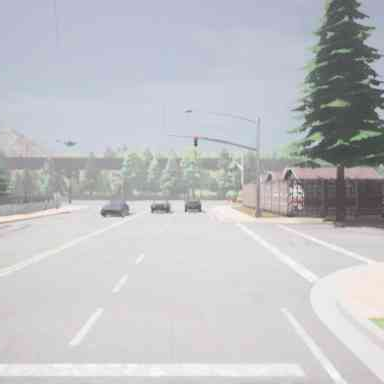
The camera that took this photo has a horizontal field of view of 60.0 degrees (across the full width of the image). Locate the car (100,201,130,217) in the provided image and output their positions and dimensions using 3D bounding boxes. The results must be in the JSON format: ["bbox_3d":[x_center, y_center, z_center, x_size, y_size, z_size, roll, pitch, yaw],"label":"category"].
[{"bbox_3d":[-7.067,1.522,31.187,2.033,1.411,5.357,0,0,0],"label":"car"}]

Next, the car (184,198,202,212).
[{"bbox_3d":[0.127,1.460,38.431,2.128,1.511,4.902,0,0,0],"label":"car"}]

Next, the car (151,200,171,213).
[{"bbox_3d":[-3.375,1.570,36.831,1.895,1.301,4.718,0,0,0],"label":"car"}]
